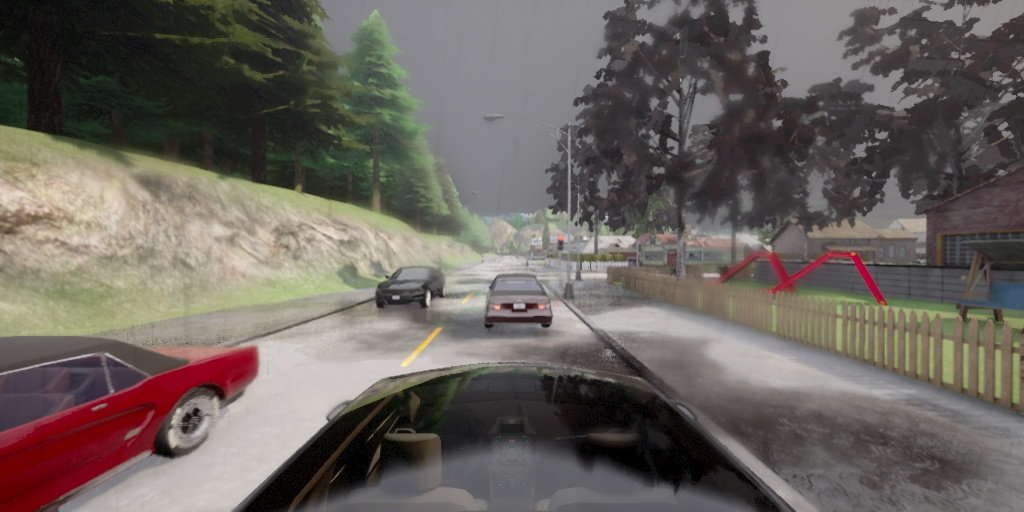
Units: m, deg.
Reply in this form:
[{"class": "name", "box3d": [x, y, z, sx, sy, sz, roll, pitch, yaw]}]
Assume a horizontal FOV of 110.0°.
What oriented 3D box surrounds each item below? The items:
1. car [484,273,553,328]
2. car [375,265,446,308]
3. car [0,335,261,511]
[{"class": "car", "box3d": [0.108, 1.240, 11.157, 2.033, 1.411, 5.357, 0, 0, -2]}, {"class": "car", "box3d": [-4.007, 1.148, 14.884, 1.882, 1.535, 5.008, 0, 0, 0]}, {"class": "car", "box3d": [-4.096, 1.348, 2.265, 1.895, 1.301, 4.718, 0, 0, 0]}]
